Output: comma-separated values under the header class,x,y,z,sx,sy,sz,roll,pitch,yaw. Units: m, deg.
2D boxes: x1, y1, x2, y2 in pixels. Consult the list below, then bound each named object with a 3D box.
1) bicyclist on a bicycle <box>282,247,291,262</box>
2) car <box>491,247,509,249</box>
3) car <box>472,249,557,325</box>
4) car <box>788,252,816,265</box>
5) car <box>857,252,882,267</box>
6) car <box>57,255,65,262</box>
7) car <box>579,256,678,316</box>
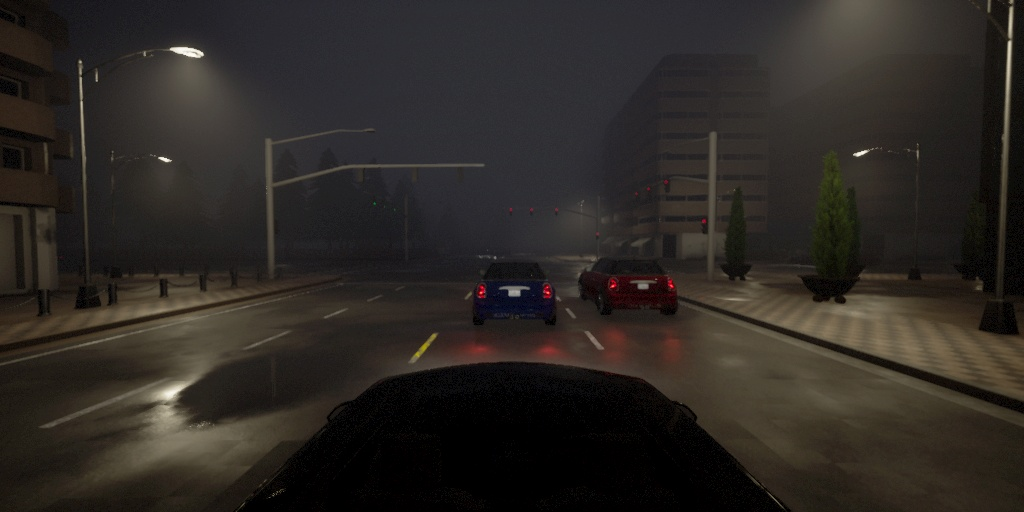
class,x,y,z,sx,sy,sz,roll,pitch,yaw
bicyclist on a bicycle,-25.666,-0.156,40.803,0.582,1.620,1.656,0,2,0
car,-1.624,-0.810,64.822,1.882,1.535,5.008,0,2,17
car,0.072,0.816,10.641,2.097,1.767,4.553,0,2,0
car,32.023,0.203,37.329,5.357,1.411,2.033,0,2,0
car,32.078,0.294,33.832,4.674,1.442,1.812,0,2,0
car,-49.566,0.218,36.850,5.357,1.411,2.033,0,2,0
car,3.579,0.774,11.868,2.097,1.767,4.553,0,2,0
